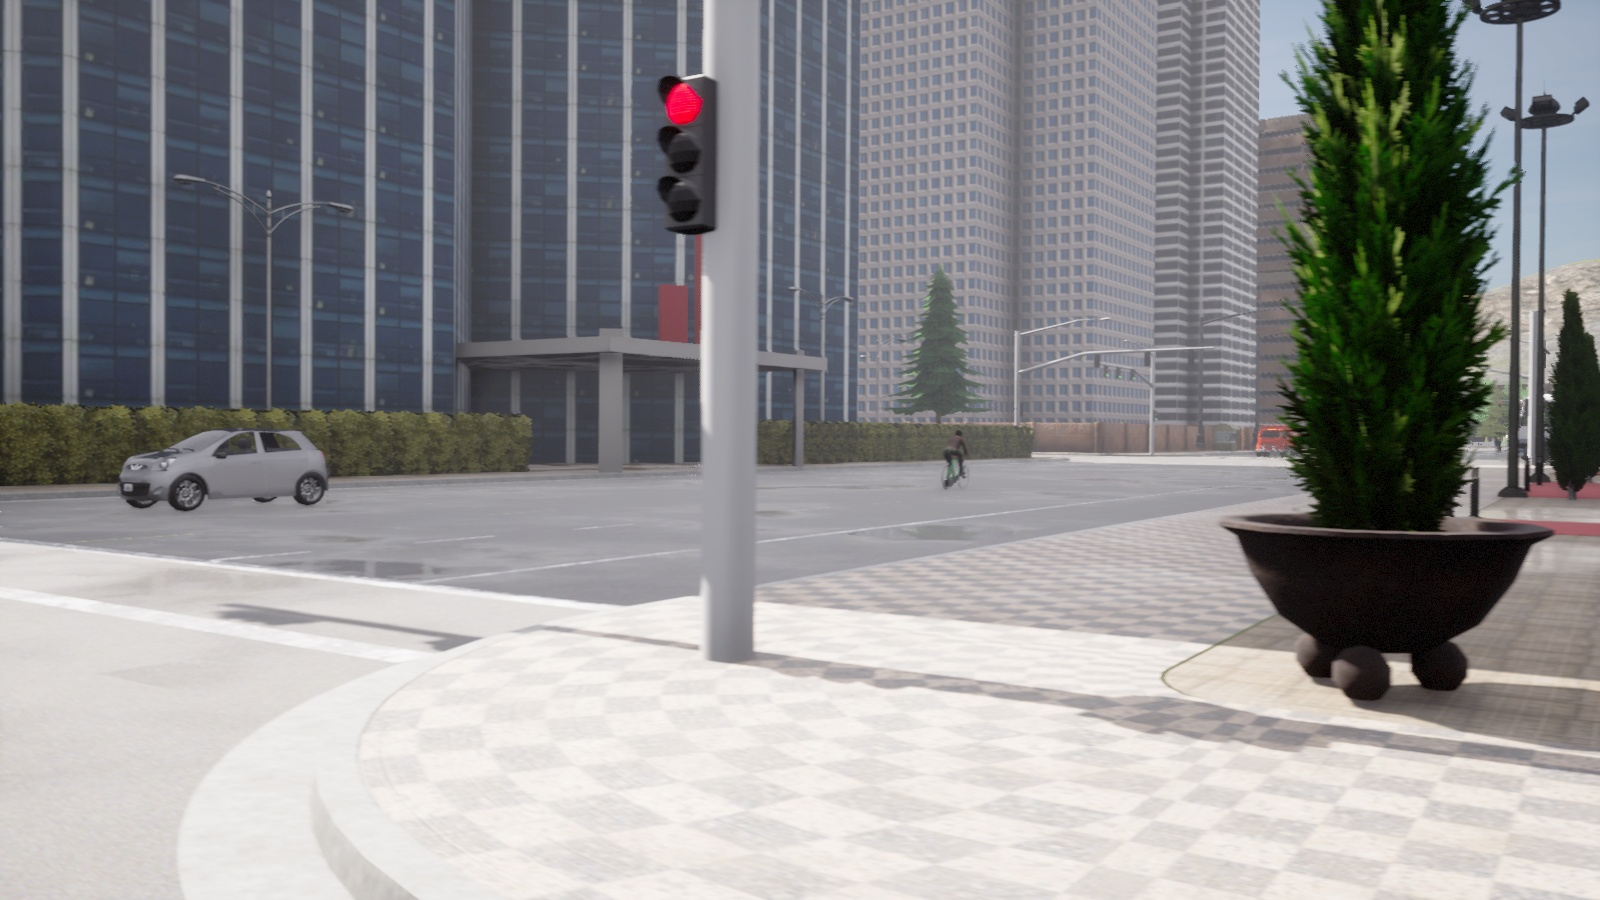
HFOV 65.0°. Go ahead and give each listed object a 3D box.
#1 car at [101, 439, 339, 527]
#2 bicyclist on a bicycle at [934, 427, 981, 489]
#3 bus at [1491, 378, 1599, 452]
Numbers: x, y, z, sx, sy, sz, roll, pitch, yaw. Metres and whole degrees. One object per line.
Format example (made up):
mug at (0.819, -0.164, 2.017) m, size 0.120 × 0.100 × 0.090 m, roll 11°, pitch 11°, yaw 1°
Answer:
car at (-10.834, 0.558, 23.674) m, size 1.845 × 1.501 × 3.633 m, roll 0°, pitch 1°, yaw 33°
bicyclist on a bicycle at (4.286, 0.206, 34.092) m, size 0.582 × 1.620 × 1.656 m, roll 0°, pitch 1°, yaw 33°
bus at (46.672, -2.074, 73.929) m, size 10.273 × 4.253 × 3.944 m, roll 0°, pitch 1°, yaw 25°
